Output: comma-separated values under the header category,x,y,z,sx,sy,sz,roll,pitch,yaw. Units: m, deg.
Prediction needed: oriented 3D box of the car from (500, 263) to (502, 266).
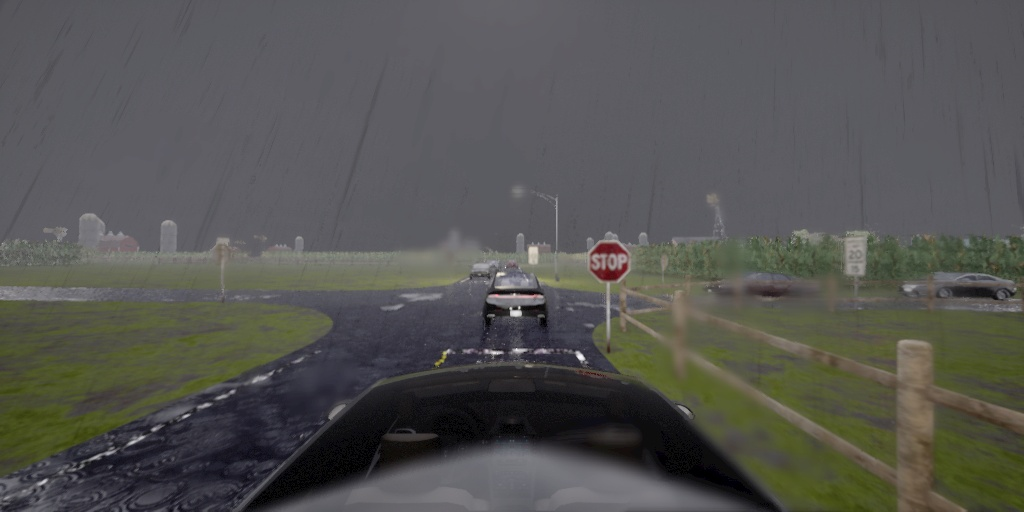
category,x,y,z,sx,sy,sz,roll,pitch,yaw
car,-2.872,1.319,51.799,2.097,1.767,4.553,0,0,0

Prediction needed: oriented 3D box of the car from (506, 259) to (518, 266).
category,x,y,z,sx,sy,sz,roll,pitch,yaw
car,0.053,1.363,64.333,2.097,1.767,4.553,0,0,0

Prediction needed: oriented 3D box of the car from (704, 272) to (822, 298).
category,x,y,z,sx,sy,sz,roll,pitch,yaw
car,13.409,1.573,19.317,5.357,1.411,2.033,1,-1,0

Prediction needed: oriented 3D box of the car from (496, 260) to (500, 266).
category,x,y,z,sx,sy,sz,roll,pitch,yaw
car,-2.874,1.498,43.042,1.994,1.385,4.181,0,0,0

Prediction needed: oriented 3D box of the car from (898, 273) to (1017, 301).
category,x,y,z,sx,sy,sz,roll,pitch,yaw
car,23.800,1.640,19.290,4.902,1.511,2.128,1,-1,0

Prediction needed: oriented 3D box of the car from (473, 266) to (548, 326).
category,x,y,z,sx,sy,sz,roll,pitch,yaw
car,0.100,1.276,11.831,2.128,1.511,4.902,0,0,0

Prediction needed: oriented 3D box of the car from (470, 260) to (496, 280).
category,x,y,z,sx,sy,sz,roll,pitch,yaw
car,-2.872,1.375,34.066,1.882,1.535,5.008,0,0,0
